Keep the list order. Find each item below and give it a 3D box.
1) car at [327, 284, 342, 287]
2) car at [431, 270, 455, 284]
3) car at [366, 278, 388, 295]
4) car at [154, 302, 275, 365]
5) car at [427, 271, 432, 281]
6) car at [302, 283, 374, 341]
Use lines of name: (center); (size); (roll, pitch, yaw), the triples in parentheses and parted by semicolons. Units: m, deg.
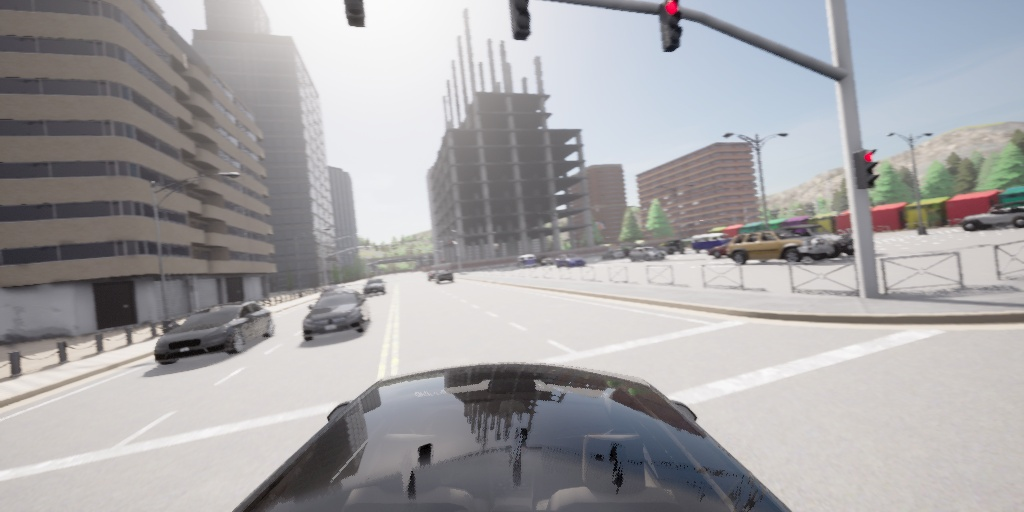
car: (-16.182, 3.303, 32.854); (1.994, 1.385, 4.181); (-6, 0, -17)
car: (-7.878, 2.375, 41.665); (1.837, 1.490, 4.892); (-6, 0, -17)
car: (-12.699, 2.859, 33.360); (1.837, 1.490, 4.892); (-6, 0, -17)
car: (-9.668, 2.389, 12.073); (1.837, 1.490, 4.892); (-6, 0, -18)
car: (-11.405, 2.856, 52.773); (1.812, 1.442, 4.674); (-6, 0, -17)
car: (-6.454, 2.063, 13.534); (1.812, 1.442, 4.674); (-6, 0, -18)
